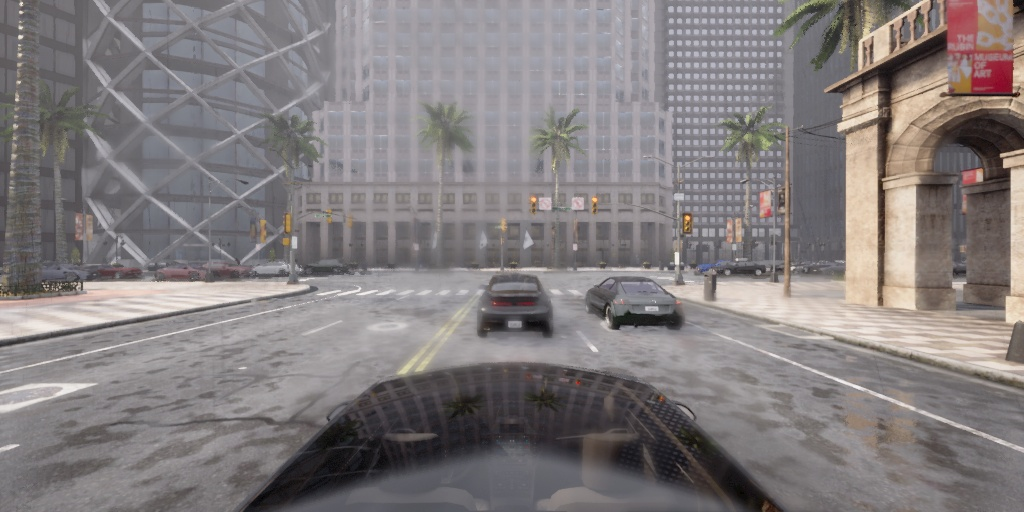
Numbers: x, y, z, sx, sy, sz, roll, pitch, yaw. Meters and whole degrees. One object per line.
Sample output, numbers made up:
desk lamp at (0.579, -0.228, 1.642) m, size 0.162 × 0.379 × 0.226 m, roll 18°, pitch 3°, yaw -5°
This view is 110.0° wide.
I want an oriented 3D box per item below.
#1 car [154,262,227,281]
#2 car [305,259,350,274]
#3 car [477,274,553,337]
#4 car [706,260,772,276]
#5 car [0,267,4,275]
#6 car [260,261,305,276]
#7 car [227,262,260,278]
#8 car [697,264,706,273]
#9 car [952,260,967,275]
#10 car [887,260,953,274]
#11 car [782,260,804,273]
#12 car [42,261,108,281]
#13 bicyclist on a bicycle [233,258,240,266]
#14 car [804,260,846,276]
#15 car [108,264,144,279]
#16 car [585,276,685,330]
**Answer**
car at (-26.508, 1.314, 29.403) m, size 4.181 × 1.385 × 1.994 m, roll 0°, pitch 0°, yaw -3°
car at (-20.892, 1.102, 40.392) m, size 4.553 × 1.767 × 2.097 m, roll 0°, pitch 0°, yaw 0°
car at (0.080, 1.255, 10.293) m, size 1.837 × 1.490 × 4.892 m, roll 0°, pitch 0°, yaw 0°
car at (23.195, 1.227, 36.765) m, size 5.008 × 1.535 × 1.882 m, roll 0°, pitch 0°, yaw 0°
car at (-45.642, 1.241, 34.625) m, size 4.902 × 1.511 × 2.128 m, roll 0°, pitch 0°, yaw -30°
car at (-24.446, 1.275, 36.837) m, size 4.674 × 1.442 × 1.812 m, roll 0°, pitch 0°, yaw -2°
car at (-26.406, 1.275, 32.905) m, size 4.674 × 1.442 × 1.812 m, roll 0°, pitch 0°, yaw -3°
car at (23.457, 1.227, 40.264) m, size 5.008 × 1.535 × 1.882 m, roll 0°, pitch 0°, yaw 0°
car at (45.258, 1.241, 36.669) m, size 4.902 × 1.511 × 2.128 m, roll 0°, pitch 0°, yaw 0°
car at (45.586, 1.242, 40.168) m, size 4.902 × 1.511 × 2.128 m, roll 0°, pitch 0°, yaw 0°
car at (33.878, 1.241, 40.227) m, size 4.902 × 1.511 × 2.128 m, roll 0°, pitch 0°, yaw 0°
car at (-35.087, 1.314, 27.827) m, size 4.181 × 1.385 × 1.994 m, roll 0°, pitch 0°, yaw -21°
bicyclist on a bicycle at (-35.735, 1.050, 46.614) m, size 0.582 × 1.620 × 1.656 m, roll 0°, pitch 0°, yaw -12°
car at (33.063, 1.314, 36.733) m, size 4.181 × 1.385 × 1.994 m, roll 0°, pitch 0°, yaw 0°
car at (-35.707, 1.351, 31.347) m, size 4.718 × 1.301 × 1.895 m, roll 0°, pitch 0°, yaw -19°
car at (3.584, 1.314, 11.158) m, size 1.994 × 1.385 × 4.181 m, roll 0°, pitch 0°, yaw 0°
